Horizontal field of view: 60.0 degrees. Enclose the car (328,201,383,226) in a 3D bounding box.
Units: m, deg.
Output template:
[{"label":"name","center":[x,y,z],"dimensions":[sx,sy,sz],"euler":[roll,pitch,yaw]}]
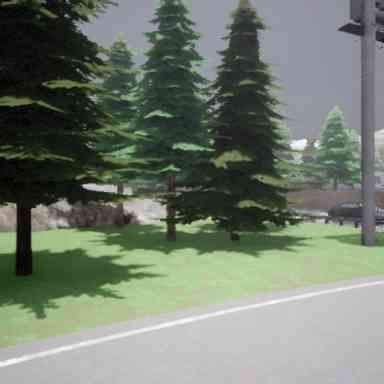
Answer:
[{"label":"car","center":[10.935,1.332,21.464],"dimensions":[1.812,1.442,4.674],"euler":[0,0,-21]}]
